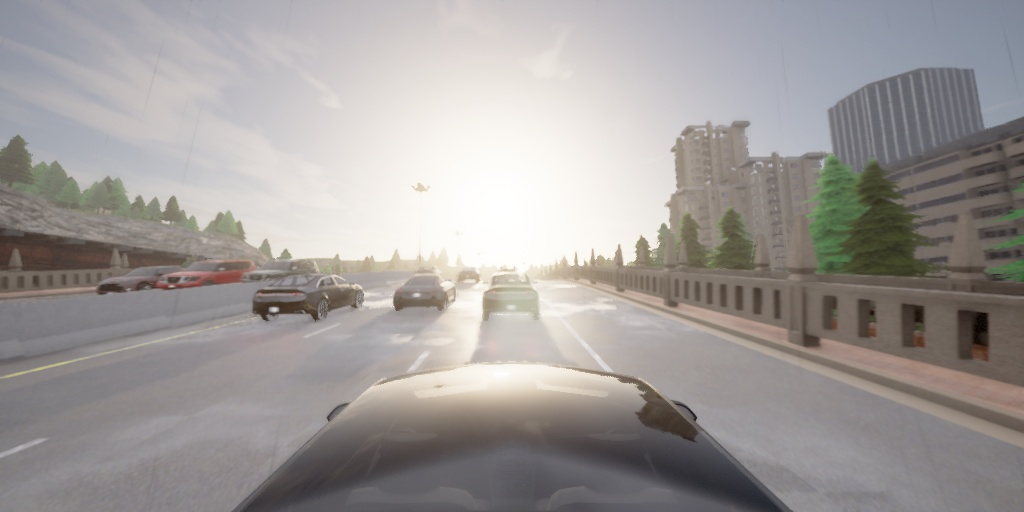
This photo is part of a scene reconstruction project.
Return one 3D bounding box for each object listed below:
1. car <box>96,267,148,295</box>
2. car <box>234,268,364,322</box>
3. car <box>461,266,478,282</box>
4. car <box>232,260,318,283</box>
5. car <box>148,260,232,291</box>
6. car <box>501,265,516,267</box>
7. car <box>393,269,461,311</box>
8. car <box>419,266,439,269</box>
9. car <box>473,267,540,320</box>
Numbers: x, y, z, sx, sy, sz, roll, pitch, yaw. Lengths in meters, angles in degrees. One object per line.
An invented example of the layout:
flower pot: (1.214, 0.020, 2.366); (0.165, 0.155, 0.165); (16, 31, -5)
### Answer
car: (-21.369, 1.419, 21.262); (2.097, 1.767, 4.553); (0, 0, -1)
car: (-7.054, 1.385, 12.997); (2.128, 1.511, 4.902); (0, 0, -1)
car: (-3.865, 1.694, 33.157); (1.812, 1.442, 4.674); (0, -2, -1)
car: (-14.392, 1.245, 22.731); (2.150, 2.045, 5.566); (0, -1, -1)
car: (-17.878, 1.263, 21.555); (2.150, 2.045, 5.566); (0, 0, -1)
car: (-0.349, 1.592, 32.108); (2.128, 1.511, 4.902); (0, -2, -1)
car: (-3.590, 1.451, 15.413); (1.994, 1.385, 4.181); (0, 0, -1)
car: (-7.348, 1.644, 31.984); (2.128, 1.511, 4.902); (0, -2, -1)
car: (-0.054, 1.333, 13.074); (2.128, 1.511, 4.902); (0, 0, -1)
